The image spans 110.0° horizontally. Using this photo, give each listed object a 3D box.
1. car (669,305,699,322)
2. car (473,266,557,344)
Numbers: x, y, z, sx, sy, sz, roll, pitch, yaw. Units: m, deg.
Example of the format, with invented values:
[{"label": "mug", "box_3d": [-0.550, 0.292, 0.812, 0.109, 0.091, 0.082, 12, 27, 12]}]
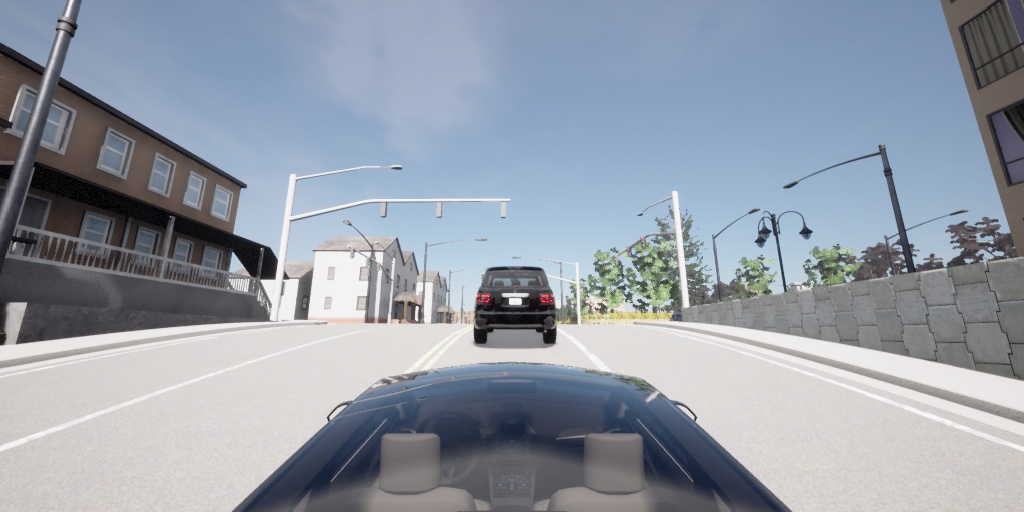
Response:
[{"label": "car", "box_3d": [16.936, 5.325, 31.717, 5.566, 2.045, 2.150, 0, -12, 1]}, {"label": "car", "box_3d": [0.088, 1.503, 11.200, 2.150, 2.045, 5.566, 0, -7, 0]}]
